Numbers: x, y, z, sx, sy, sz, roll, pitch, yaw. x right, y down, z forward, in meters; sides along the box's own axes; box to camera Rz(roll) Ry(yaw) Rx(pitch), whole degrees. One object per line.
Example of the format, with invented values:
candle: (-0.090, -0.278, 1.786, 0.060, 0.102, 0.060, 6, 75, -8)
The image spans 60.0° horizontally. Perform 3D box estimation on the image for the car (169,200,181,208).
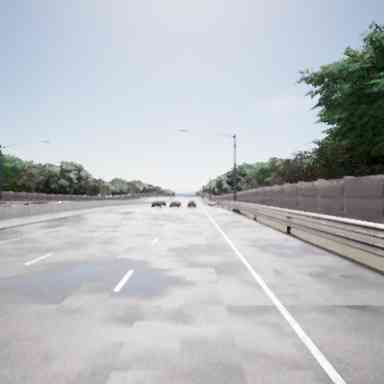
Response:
car: (-3.520, 2.422, 66.979, 1.812, 1.442, 4.674, 0, -2, 0)

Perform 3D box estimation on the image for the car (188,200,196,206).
car: (-0.022, 2.577, 76.990, 1.837, 1.490, 4.892, 0, -2, 0)

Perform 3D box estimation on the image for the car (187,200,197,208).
car: (-0.020, 2.498, 67.009, 1.895, 1.301, 4.718, 0, -2, 0)

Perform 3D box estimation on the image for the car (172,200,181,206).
car: (-3.522, 2.630, 76.987, 1.994, 1.385, 4.181, 0, -2, 0)

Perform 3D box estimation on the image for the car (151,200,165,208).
car: (-7.020, 2.384, 66.563, 1.837, 1.490, 4.892, 0, -2, 0)
